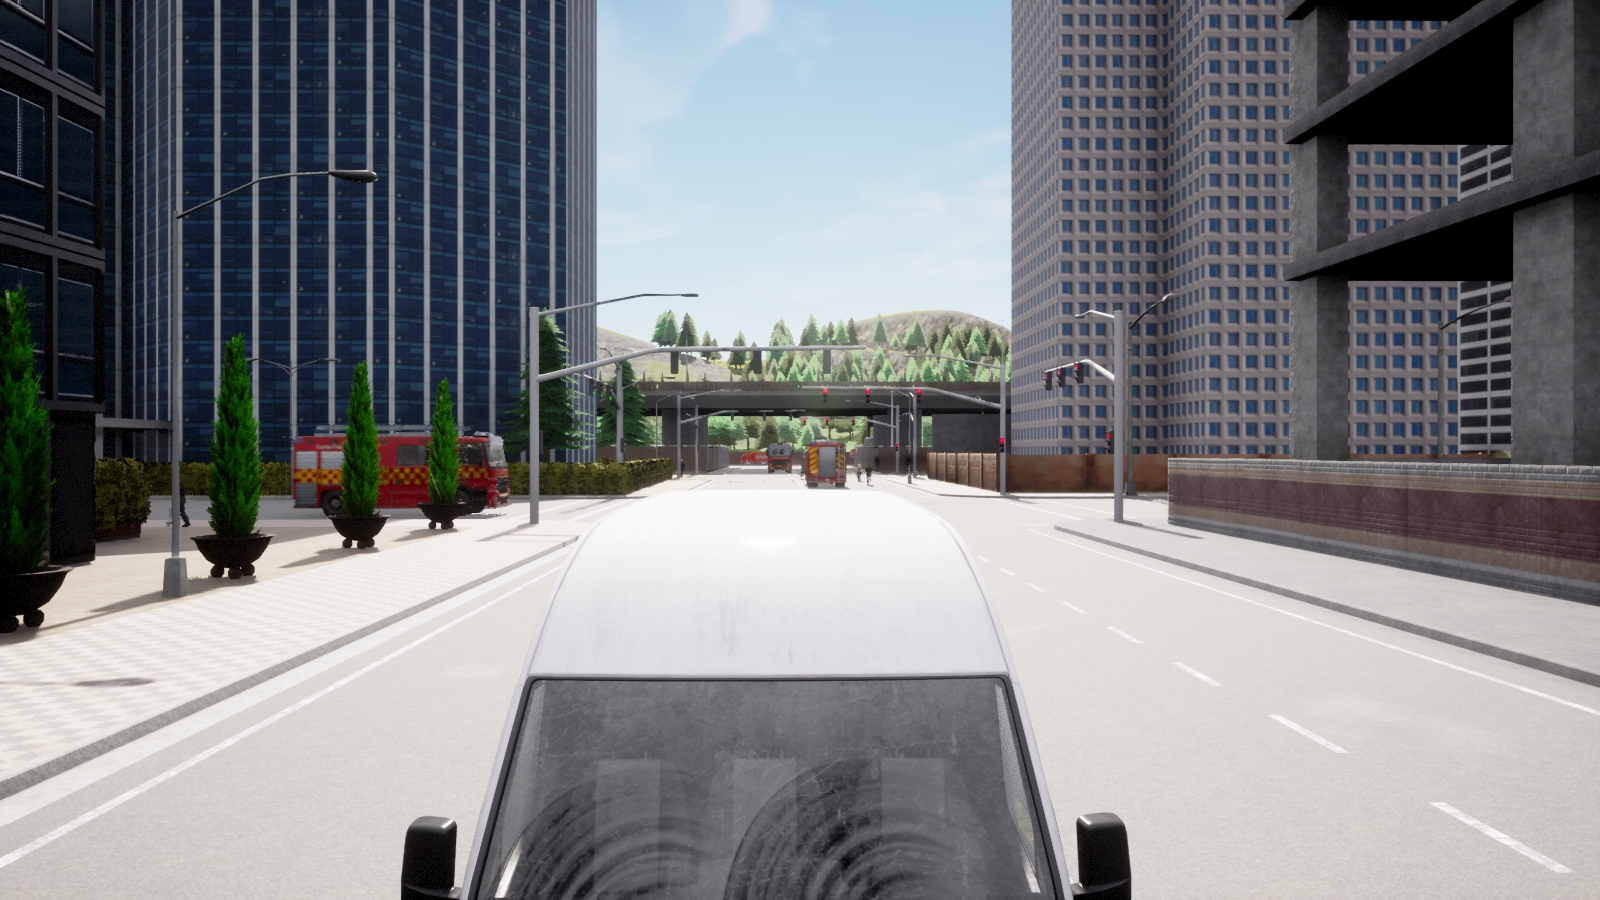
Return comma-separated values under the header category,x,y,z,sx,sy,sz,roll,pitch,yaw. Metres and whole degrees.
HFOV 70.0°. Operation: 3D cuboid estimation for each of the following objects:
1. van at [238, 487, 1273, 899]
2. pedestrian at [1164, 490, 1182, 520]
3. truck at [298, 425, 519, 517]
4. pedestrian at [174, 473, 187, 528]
category,x,y,z,sx,sy,sz,roll,pitch,yaw
van,-0.128,1.535,5.152,1.988,2.561,5.915,0,0,-1
pedestrian,14.007,2.077,42.895,0.500,1.100,0.500,0,0,-1
truck,-16.641,0.890,49.009,8.468,3.827,2.891,0,0,-1
pedestrian,-20.899,1.696,38.534,0.375,1.860,0.375,0,0,-26
